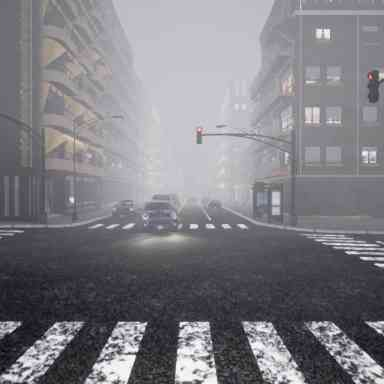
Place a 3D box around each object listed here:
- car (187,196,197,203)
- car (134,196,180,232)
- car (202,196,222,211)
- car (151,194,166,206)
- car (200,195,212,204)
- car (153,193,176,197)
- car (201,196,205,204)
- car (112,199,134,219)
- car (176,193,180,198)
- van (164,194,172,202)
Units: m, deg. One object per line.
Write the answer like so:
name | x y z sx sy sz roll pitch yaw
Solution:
car | 0.043 1.561 69.663 1.994 1.385 4.181 0 0 0
car | -2.205 1.349 20.343 2.097 1.767 4.553 0 0 -12
car | 2.655 1.548 40.440 2.008 1.369 4.403 0 0 0
car | -5.740 1.312 57.354 2.192 1.841 5.009 0 0 0
car | 2.637 1.437 62.995 1.967 1.590 4.097 0 0 0
car | -3.129 1.219 34.264 2.150 2.045 5.566 0 0 0
car | 2.651 1.542 46.078 1.887 1.381 4.507 0 0 0
car | -5.717 1.438 29.161 1.967 1.590 4.097 0 0 0
car | -3.127 1.216 52.994 2.150 2.045 5.566 0 0 0
van | -5.757 1.337 79.910 1.690 1.788 3.998 0 0 0
